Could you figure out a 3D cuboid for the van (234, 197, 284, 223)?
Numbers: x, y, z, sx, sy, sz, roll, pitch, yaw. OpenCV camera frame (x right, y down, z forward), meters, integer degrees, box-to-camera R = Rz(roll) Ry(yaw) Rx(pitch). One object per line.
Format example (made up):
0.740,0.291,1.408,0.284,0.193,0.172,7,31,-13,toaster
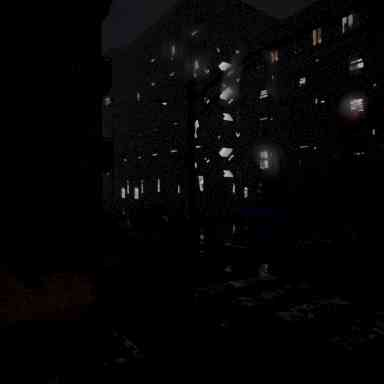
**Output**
4.932,1.280,24.945,1.690,1.788,3.998,0,0,-36,van

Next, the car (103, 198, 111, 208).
-11.715,1.463,47.841,1.887,1.381,4.507,-1,0,-36,car

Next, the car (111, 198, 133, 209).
-8.385,1.463,43.262,1.887,1.381,4.507,-1,0,-36,car

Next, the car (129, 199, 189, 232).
-1.856,1.441,20.033,1.967,1.590,4.097,0,0,-36,car

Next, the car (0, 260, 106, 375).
-3.551,1.525,4.032,4.829,1.417,1.752,0,0,-36,car
